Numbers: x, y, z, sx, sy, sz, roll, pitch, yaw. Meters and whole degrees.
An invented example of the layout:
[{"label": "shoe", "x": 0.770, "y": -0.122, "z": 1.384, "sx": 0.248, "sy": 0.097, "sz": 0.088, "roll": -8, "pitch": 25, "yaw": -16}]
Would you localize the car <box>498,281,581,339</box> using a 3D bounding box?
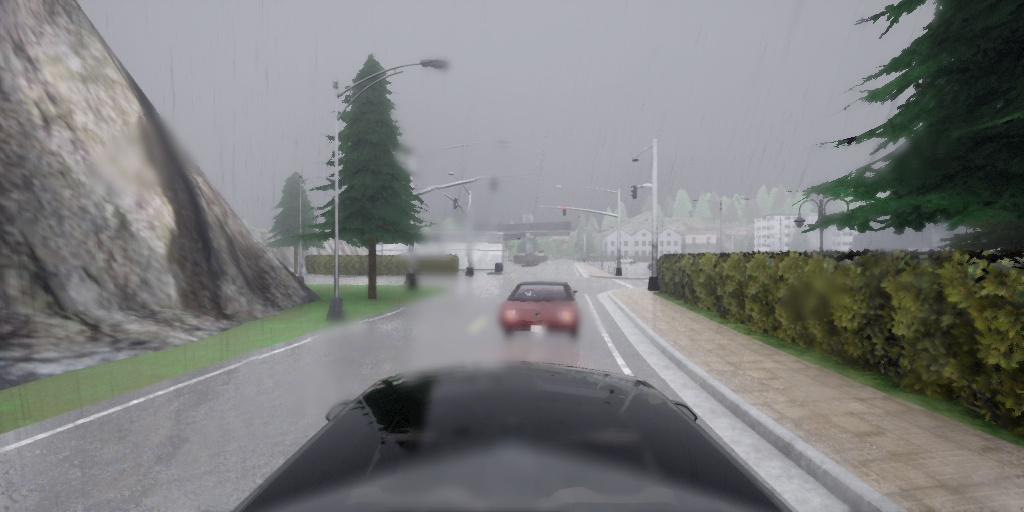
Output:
[{"label": "car", "x": 0.921, "y": 1.351, "z": 10.183, "sx": 1.895, "sy": 1.301, "sz": 4.718, "roll": 0, "pitch": 0, "yaw": 8}]
